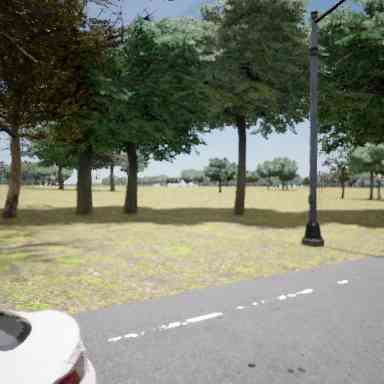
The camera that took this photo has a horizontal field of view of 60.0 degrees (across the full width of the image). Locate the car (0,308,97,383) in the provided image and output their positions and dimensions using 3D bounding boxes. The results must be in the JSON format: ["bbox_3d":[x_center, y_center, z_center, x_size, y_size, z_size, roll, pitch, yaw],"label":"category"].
[{"bbox_3d":[-2.942,1.519,1.897,4.674,1.442,1.812,1,-1,-35],"label":"car"}]
